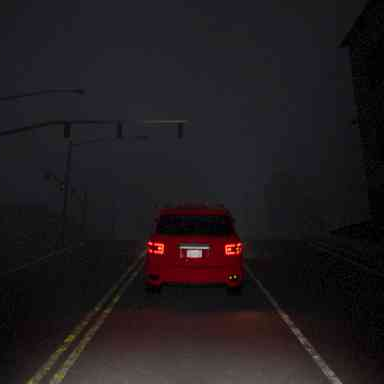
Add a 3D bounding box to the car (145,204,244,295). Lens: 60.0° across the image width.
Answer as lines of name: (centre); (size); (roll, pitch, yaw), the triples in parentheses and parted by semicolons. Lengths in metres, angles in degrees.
car: (0.079, 1.347, 9.242); (2.150, 2.045, 5.566); (1, -1, 1)
